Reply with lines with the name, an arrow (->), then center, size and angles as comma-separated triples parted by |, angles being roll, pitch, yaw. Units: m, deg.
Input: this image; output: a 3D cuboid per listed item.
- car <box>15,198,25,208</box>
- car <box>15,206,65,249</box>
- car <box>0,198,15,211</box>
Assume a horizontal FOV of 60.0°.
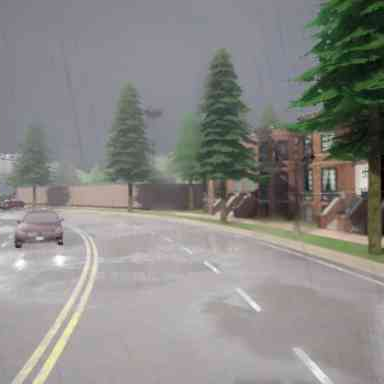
car -> -26.241, 1.677, 48.686 | 5.008, 1.535, 1.882 | 0, 0, 43
car -> -6.885, 1.576, 15.224 | 1.812, 1.442, 4.674 | 0, 0, -23
car -> -25.375, 1.744, 43.134 | 5.357, 1.411, 2.033 | 0, 0, 43
